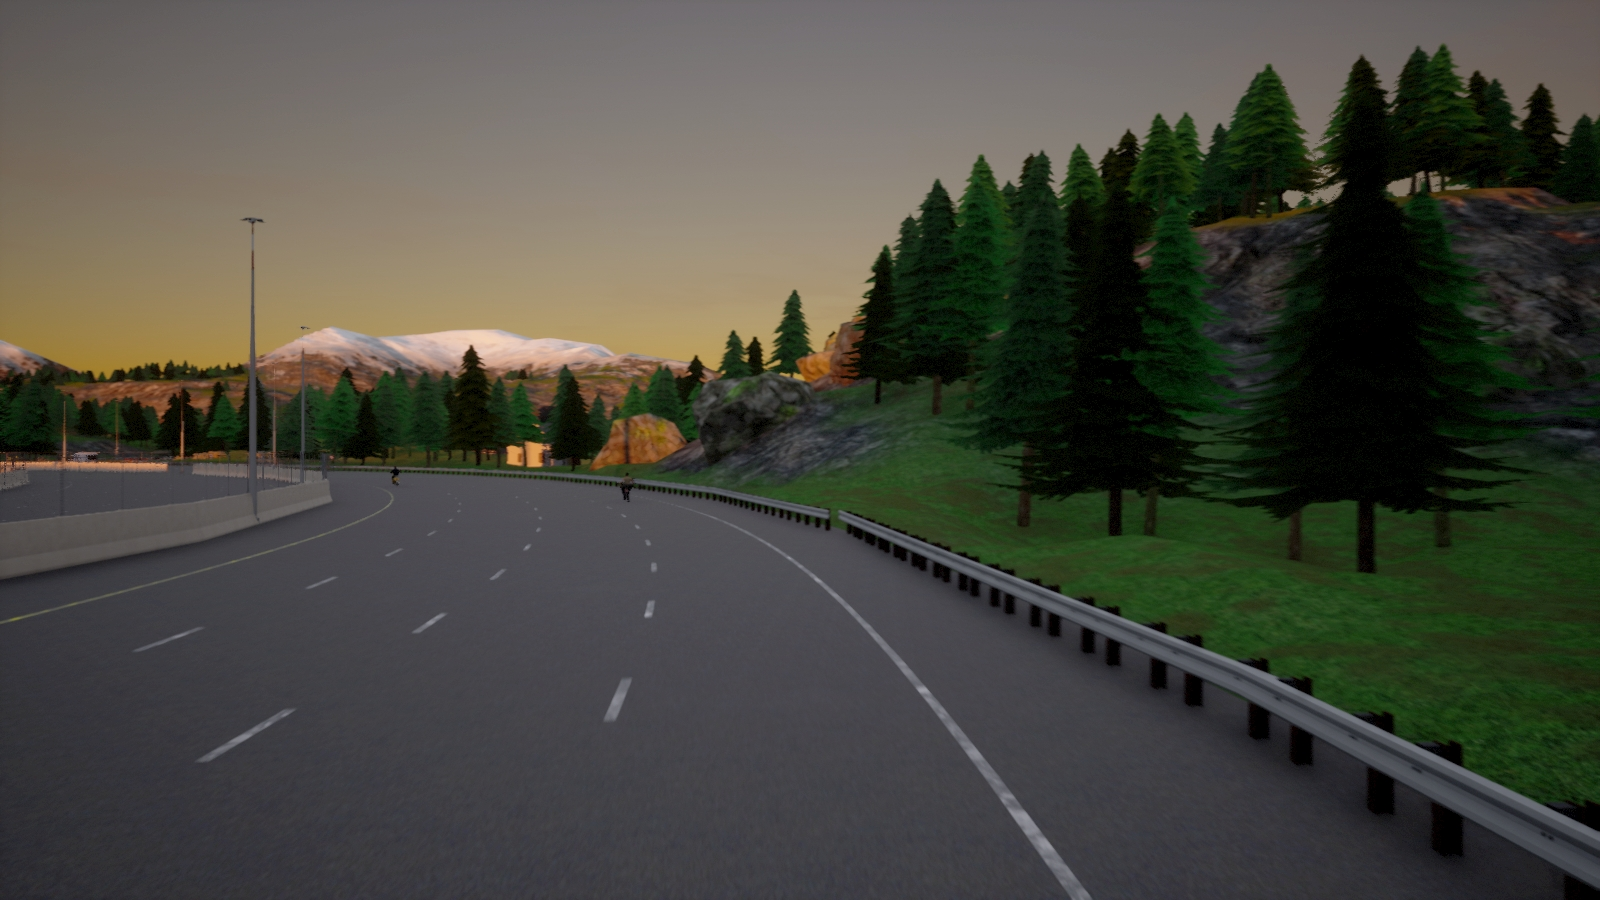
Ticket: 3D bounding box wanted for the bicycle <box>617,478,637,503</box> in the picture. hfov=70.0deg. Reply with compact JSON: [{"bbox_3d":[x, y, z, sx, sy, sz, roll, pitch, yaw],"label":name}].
[{"bbox_3d":[-9.366,2.161,61.813,0.859,1.295,1.487,0,0,-17],"label":"bicycle"}]
